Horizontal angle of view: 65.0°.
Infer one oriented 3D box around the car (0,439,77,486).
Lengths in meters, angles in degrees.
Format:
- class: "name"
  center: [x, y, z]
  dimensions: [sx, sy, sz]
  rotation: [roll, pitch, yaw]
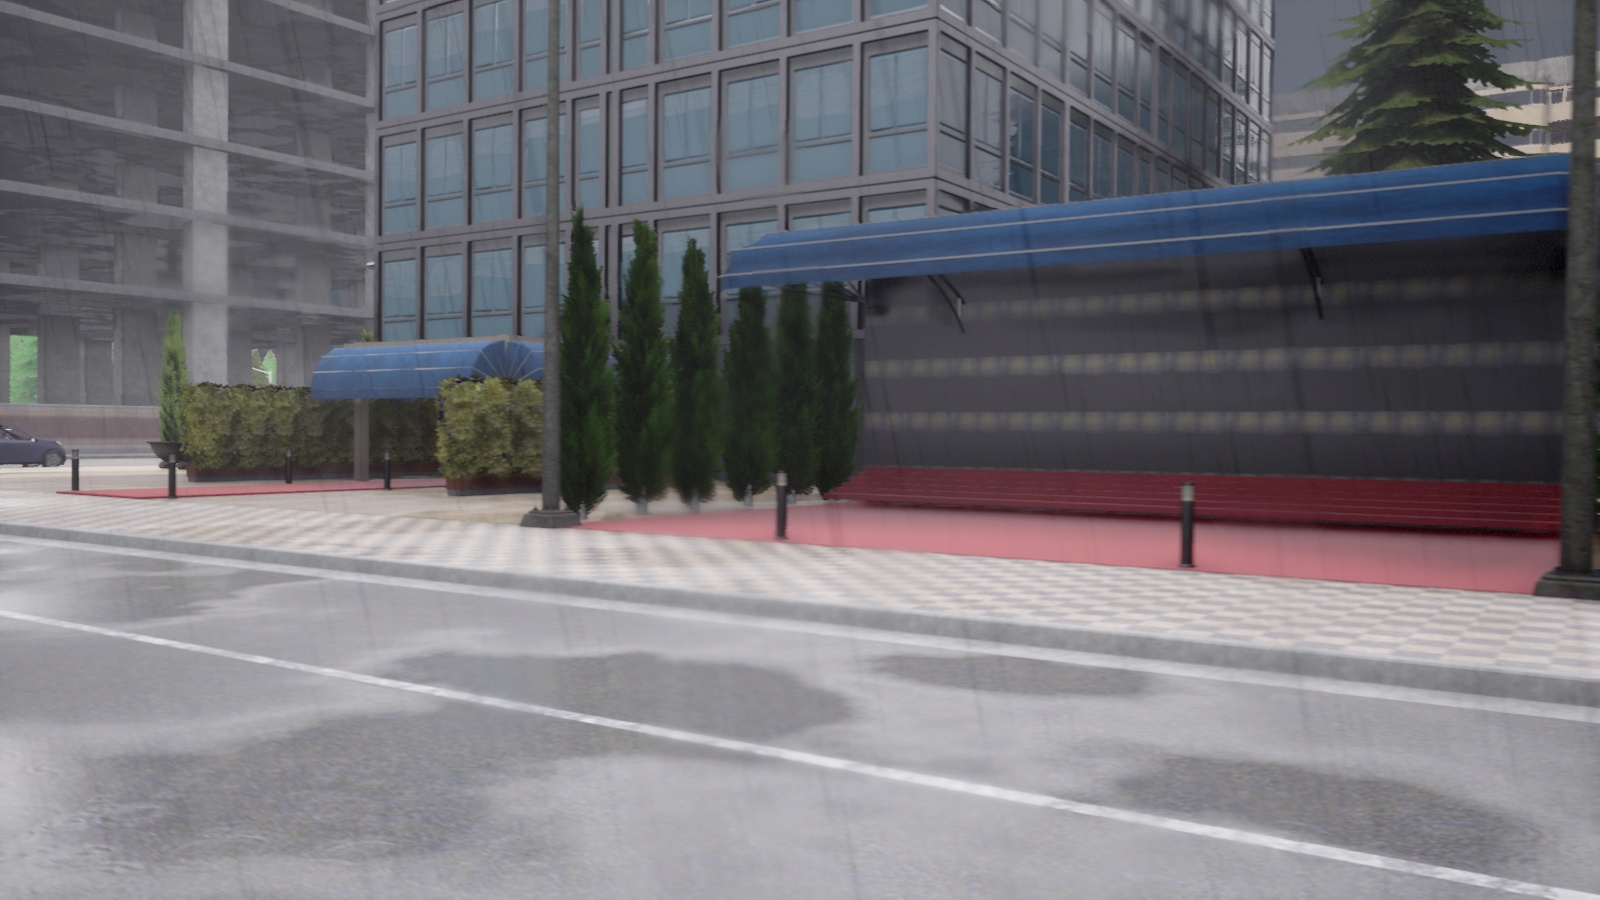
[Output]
- class: "car"
  center: [-26.253, 0.417, 41.509]
  dimensions: [1.845, 1.501, 3.633]
  rotation: [0, 1, 34]
